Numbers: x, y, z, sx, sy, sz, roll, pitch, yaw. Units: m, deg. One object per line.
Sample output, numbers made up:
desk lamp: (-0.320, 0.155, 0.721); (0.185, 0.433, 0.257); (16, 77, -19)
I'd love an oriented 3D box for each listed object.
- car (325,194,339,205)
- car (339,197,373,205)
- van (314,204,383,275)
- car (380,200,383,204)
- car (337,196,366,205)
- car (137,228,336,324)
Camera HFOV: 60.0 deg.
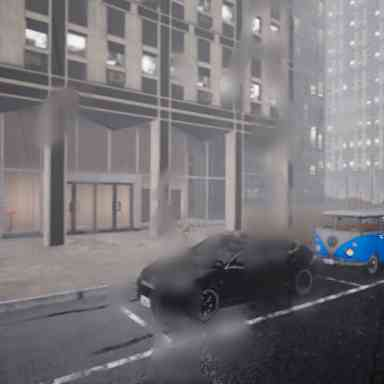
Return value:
car: (21.859, 1.164, 54.812); (2.192, 1.841, 5.009); (2, 0, -36)
car: (25.096, 1.538, 50.281); (1.802, 1.307, 4.206); (2, 0, -36)
van: (5.544, 1.431, 10.516); (3.998, 1.788, 1.690); (1, 0, -36)
car: (28.348, 1.504, 45.750); (1.967, 1.590, 4.097); (2, 0, -36)
car: (28.624, 1.491, 59.744); (1.802, 1.307, 4.206); (2, 0, -36)
car: (0.944, 1.607, 7.234); (4.313, 1.339, 1.947); (1, 0, -36)
